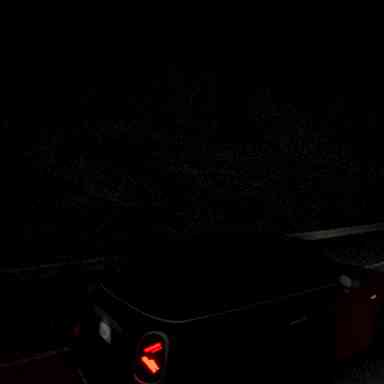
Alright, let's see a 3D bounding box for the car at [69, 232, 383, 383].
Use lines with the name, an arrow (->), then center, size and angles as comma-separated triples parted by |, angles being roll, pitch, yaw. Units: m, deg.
car -> 0.905, 1.332, 4.391 | 4.553, 1.767, 2.097 | 0, 0, -36
